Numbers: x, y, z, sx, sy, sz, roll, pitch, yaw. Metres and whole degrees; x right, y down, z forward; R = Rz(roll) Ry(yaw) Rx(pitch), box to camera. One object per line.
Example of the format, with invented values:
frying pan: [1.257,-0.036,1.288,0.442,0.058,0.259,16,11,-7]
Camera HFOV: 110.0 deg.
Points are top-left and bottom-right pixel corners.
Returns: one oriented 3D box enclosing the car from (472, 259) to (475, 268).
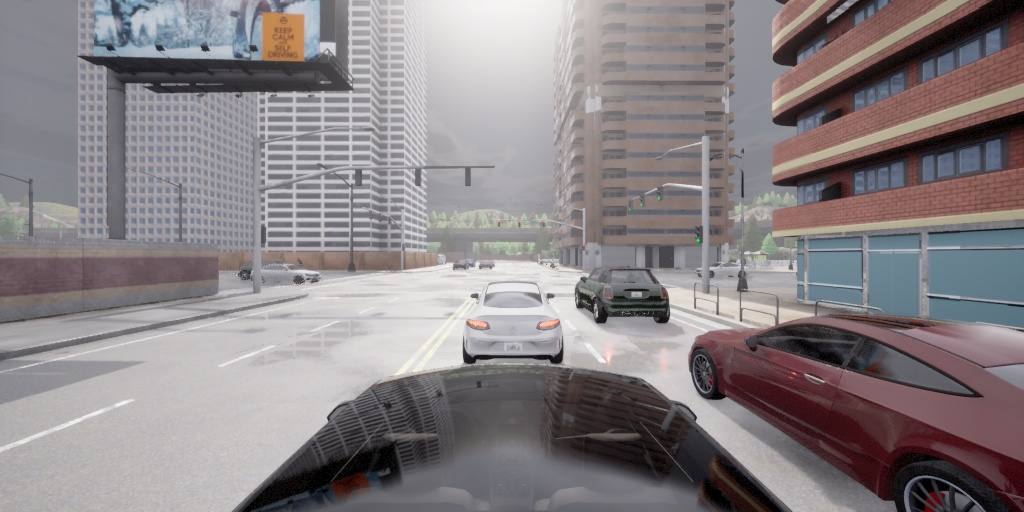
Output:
car: [-7.549,1.228,63.007,1.882,1.535,5.008,0,0,0]

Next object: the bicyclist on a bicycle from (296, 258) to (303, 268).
bicyclist on a bicycle: [-25.974,1.051,43.763,0.582,1.620,1.656,0,0,0]

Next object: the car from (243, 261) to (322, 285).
car: [-16.073,1.276,25.544,4.674,1.442,1.812,0,0,4]

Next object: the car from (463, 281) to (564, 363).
car: [0.017,1.276,8.001,1.812,1.442,4.674,0,0,0]

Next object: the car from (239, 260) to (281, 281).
car: [-19.489,1.102,29.314,4.553,1.767,2.097,0,0,-1]

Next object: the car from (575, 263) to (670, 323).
car: [3.499,1.102,12.217,2.097,1.767,4.553,0,0,0]

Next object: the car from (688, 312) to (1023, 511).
car: [3.580,1.276,3.498,1.812,1.442,4.674,0,0,0]

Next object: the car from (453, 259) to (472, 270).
car: [-7.498,1.228,52.986,1.882,1.535,5.008,0,0,0]

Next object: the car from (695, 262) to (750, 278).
car: [19.387,1.276,33.079,4.674,1.442,1.812,0,0,0]

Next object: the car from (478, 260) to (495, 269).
car: [-4.012,1.276,55.028,1.812,1.442,4.674,0,0,-1]
